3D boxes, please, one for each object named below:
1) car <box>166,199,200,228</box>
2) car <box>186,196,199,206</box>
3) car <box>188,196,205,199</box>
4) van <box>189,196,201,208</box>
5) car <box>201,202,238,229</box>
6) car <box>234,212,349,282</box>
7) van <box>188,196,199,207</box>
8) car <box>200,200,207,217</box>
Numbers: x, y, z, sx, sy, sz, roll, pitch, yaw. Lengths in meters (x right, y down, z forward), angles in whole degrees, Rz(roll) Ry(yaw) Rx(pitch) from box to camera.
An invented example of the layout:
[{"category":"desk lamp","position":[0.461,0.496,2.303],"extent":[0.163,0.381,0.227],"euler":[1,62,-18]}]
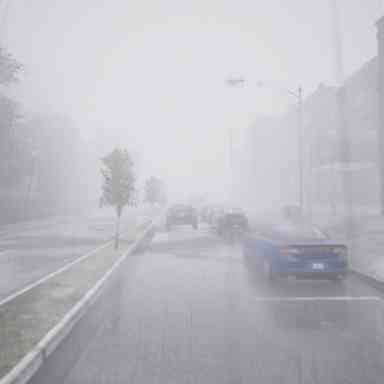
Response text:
[{"category":"car","position":[-0.774,1.597,24.140],"extent":[2.097,1.767,4.553],"euler":[0,-1,-3]},{"category":"car","position":[0.020,1.806,71.038],"extent":[2.435,2.045,5.566],"euler":[0,0,-3]},{"category":"car","position":[1.045,1.675,48.876],"extent":[2.435,2.045,5.566],"euler":[0,0,-3]},{"category":"van","position":[0.528,1.773,60.045],"extent":[1.878,1.987,4.442],"euler":[0,0,-3]},{"category":"car","position":[2.069,1.789,26.682],"extent":[2.002,1.452,4.674],"euler":[0,-1,-3]},{"category":"car","position":[2.831,1.589,10.157],"extent":[2.097,1.535,5.008],"euler":[0,-1,-2]},{"category":"van","position":[0.273,1.804,65.586],"extent":[1.878,1.987,4.442],"euler":[0,0,-3]},{"category":"car","position":[1.811,1.827,32.253],"extent":[2.163,1.488,4.792],"euler":[0,-1,-3]}]
